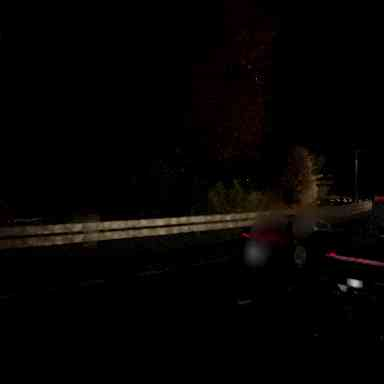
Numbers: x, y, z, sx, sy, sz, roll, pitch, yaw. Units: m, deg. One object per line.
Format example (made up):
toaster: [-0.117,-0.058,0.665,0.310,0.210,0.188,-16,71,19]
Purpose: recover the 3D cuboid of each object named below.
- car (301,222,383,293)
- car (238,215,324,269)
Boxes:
car: [4.938,1.522,7.888,4.902,1.511,2.128,0,0,-40]
car: [3.654,1.548,11.403,4.902,1.511,2.128,0,0,-41]
